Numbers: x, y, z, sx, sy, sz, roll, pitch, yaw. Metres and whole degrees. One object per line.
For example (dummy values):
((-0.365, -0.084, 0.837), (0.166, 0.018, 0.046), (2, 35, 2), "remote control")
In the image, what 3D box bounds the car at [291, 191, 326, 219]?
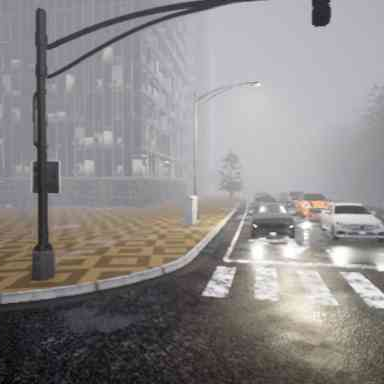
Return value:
((8.472, 0.854, 23.236), (2.097, 1.767, 4.553), (0, 1, 11), "car")

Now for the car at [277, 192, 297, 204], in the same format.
((11.957, 0.696, 42.243), (2.033, 1.411, 5.357), (0, 1, 11), "car")

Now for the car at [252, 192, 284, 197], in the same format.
((5.575, 1.011, 25.388), (2.033, 1.411, 5.357), (0, 1, 11), "car")

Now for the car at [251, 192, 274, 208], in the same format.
((7.383, 0.772, 35.232), (2.128, 1.511, 4.902), (0, 1, 10), "car")

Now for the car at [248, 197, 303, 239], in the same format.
((3.673, 1.197, 15.560), (2.033, 1.411, 5.357), (0, 1, 11), "car")

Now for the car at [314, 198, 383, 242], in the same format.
((6.795, 1.191, 14.571), (1.812, 1.442, 4.674), (0, 1, 12), "car")

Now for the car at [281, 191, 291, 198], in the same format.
((10.255, 0.676, 32.711), (2.097, 1.767, 4.553), (0, 1, 12), "car")
